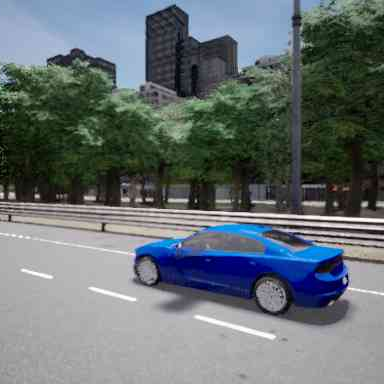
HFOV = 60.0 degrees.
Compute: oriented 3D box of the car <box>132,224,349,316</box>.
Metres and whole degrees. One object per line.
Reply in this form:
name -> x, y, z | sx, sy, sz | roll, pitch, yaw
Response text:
car -> 0.805, 1.481, 7.591 | 5.008, 1.535, 1.882 | 0, 0, 36
